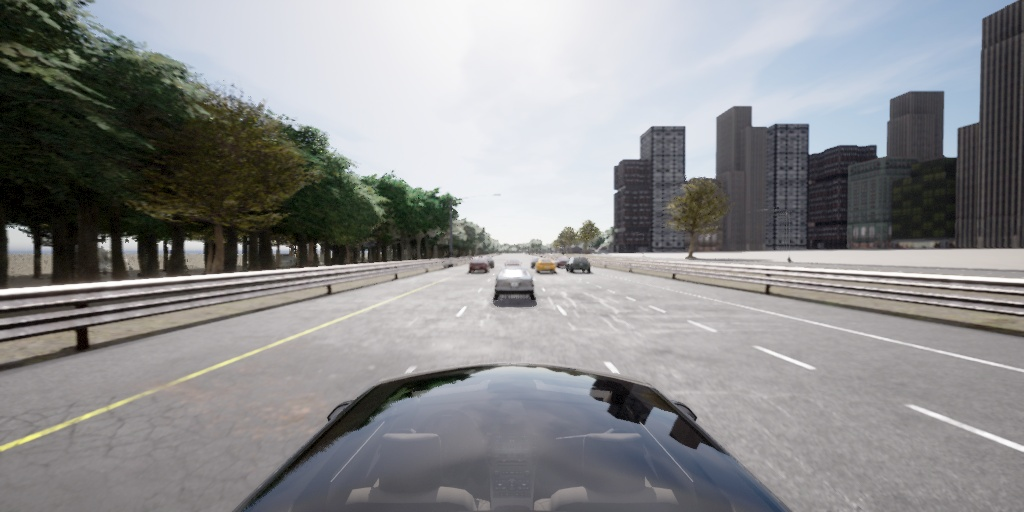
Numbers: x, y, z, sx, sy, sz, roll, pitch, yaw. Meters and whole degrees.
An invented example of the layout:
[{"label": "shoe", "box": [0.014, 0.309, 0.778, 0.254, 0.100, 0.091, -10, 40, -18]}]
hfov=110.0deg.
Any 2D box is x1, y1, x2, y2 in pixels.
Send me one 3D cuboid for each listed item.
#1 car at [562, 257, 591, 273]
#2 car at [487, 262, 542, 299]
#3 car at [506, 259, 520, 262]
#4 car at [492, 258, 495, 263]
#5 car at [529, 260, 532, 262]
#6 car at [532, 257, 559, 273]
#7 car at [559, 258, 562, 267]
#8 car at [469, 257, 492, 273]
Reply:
[{"label": "car", "box": [7.022, 0.852, 38.481, 2.097, 1.767, 4.553, 0, 0, 1]}, {"label": "car", "box": [0.104, 1.191, 17.182, 2.033, 1.411, 5.357, 0, 0, 0]}, {"label": "car", "box": [0.107, 1.038, 36.697, 1.812, 1.442, 4.674, 0, 0, 0]}, {"label": "car", "box": [-3.457, 0.902, 50.722, 1.882, 1.535, 5.008, 0, 1, 0]}, {"label": "car", "box": [3.535, 0.936, 49.976, 1.837, 1.490, 4.892, 0, 1, 1]}, {"label": "car", "box": [3.519, 0.980, 38.187, 1.882, 1.535, 5.008, 0, 1, 0]}, {"label": "car", "box": [7.039, 0.953, 50.269, 1.812, 1.442, 4.674, 0, 1, 1]}, {"label": "car", "box": [-3.478, 0.978, 38.533, 1.882, 1.535, 5.008, 0, 1, 0]}]
